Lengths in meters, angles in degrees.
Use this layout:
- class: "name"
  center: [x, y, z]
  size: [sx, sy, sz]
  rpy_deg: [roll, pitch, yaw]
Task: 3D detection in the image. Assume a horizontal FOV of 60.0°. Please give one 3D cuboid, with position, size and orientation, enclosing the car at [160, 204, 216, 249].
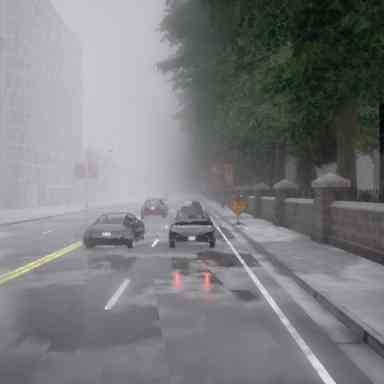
- class: "car"
  center: [0.000, 1.496, 14.650]
  size: [2.128, 1.511, 4.902]
  rpy_deg: [0, 0, 0]

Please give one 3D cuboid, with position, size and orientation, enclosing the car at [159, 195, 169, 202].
- class: "car"
  center: [-6.500, 1.443, 76.744]
  size: [1.882, 1.535, 5.008]
  rpy_deg: [0, 0, 0]

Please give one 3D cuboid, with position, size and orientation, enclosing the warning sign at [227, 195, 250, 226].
- class: "warning sign"
  center: [2.848, 1.116, 20.486]
  size: [1.300, 1.860, 1.060]
  rpy_deg: [0, 0, 0]

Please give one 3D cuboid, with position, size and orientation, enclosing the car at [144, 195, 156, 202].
- class: "car"
  center: [-9.750, 1.490, 76.744]
  size: [2.128, 1.511, 4.902]
  rpy_deg: [0, 0, 0]

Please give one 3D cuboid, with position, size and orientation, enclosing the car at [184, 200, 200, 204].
- class: "car"
  center: [0.000, 1.484, 29.650]
  size: [1.882, 1.535, 5.008]
  rpy_deg: [0, 0, 0]

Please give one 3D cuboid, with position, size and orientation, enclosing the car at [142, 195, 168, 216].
- class: "car"
  center: [-3.250, 1.366, 29.620]
  size: [2.097, 1.767, 4.553]
  rpy_deg: [0, 0, 0]

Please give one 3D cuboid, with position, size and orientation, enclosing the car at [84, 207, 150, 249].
- class: "car"
  center: [-3.250, 1.574, 14.650]
  size: [1.994, 1.385, 4.181]
  rpy_deg: [0, 0, 0]
